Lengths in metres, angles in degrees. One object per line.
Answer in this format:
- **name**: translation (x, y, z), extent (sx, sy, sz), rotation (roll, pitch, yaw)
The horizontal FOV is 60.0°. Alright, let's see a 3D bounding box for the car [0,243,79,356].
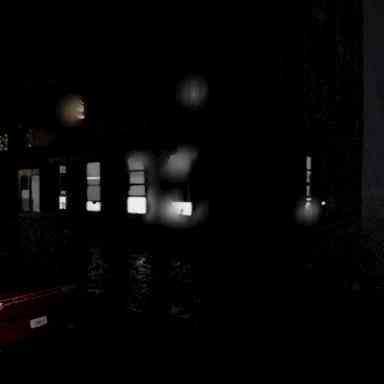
- **car**: translation (-3.780, 1.530, 5.580), extent (4.507, 1.381, 1.887), rotation (0, 0, 36)
